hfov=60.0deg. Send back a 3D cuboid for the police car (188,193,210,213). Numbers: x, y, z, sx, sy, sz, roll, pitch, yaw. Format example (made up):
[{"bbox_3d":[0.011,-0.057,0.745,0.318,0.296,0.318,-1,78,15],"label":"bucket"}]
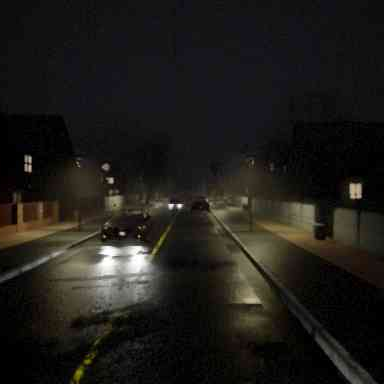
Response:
[{"bbox_3d":[0.834,1.228,34.487,1.930,1.638,5.238,0,0,0],"label":"police car"}]

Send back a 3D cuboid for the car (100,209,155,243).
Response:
[{"bbox_3d":[-2.845,1.478,15.480,1.994,1.385,4.181,0,0,0],"label":"car"}]

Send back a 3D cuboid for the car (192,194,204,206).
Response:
[{"bbox_3d":[0.839,1.161,50.570,1.801,1.575,5.366,0,0,0],"label":"car"}]

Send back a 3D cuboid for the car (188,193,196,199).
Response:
[{"bbox_3d":[0.023,0.938,84.365,2.033,1.411,5.357,0,0,0],"label":"car"}]

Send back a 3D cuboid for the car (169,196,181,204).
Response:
[{"bbox_3d":[-2.795,1.273,55.886,1.895,1.301,4.718,0,0,1],"label":"car"}]
